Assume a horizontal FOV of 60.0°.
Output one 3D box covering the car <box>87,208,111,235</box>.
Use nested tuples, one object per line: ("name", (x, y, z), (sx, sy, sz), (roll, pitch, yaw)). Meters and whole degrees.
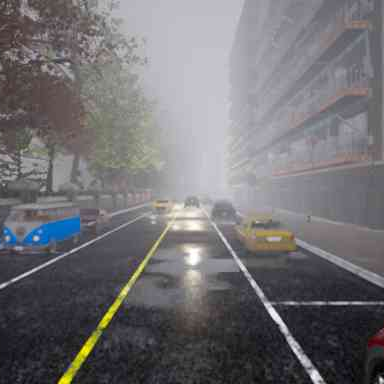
("car", (-5.696, 1.555, 18.644), (1.802, 1.307, 4.206), (0, 0, 0))

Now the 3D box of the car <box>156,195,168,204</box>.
("car", (-5.711, 1.382, 63.687), (1.967, 1.590, 4.097), (0, 0, 0))

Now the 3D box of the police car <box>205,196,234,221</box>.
("police car", (2.358, 1.389, 26.778), (1.930, 1.638, 5.238), (0, 0, 0))

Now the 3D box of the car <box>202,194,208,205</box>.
("car", (2.672, 1.487, 58.060), (1.887, 1.381, 4.507), (0, 0, 0))

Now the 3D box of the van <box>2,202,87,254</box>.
("van", (-5.694, 1.321, 13.013), (1.690, 1.788, 3.998), (0, 0, 0))

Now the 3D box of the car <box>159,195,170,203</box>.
("car", (-5.713, 1.381, 69.316), (1.967, 1.590, 4.097), (0, 0, 0))

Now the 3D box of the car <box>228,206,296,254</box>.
("car", (2.686, 1.505, 13.187), (1.752, 1.417, 4.829), (0, 0, 0))

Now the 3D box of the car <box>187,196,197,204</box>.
("car", (-0.018, 1.446, 61.447), (1.837, 1.490, 4.892), (0, 0, 0))

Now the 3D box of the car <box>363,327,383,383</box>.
("car", (2.689, 1.437, 1.756), (1.967, 1.590, 4.097), (0, 0, 0))

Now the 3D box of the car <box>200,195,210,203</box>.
("car", (2.668, 1.381, 69.319), (1.967, 1.590, 4.097), (0, 0, 0))

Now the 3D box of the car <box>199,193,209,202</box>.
("car", (2.665, 1.256, 74.950), (2.192, 1.841, 5.009), (0, 0, 0))

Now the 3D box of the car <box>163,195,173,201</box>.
("car", (-5.716, 1.491, 80.577), (2.008, 1.369, 4.403), (0, 0, 0))

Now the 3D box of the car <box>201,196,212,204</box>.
("car", (2.669, 1.486, 63.690), (1.887, 1.381, 4.507), (0, 0, 0))

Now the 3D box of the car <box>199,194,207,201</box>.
("car", (2.664, 1.380, 80.581), (1.967, 1.590, 4.097), (0, 0, 0))

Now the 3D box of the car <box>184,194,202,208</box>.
("car", (0.005, 1.299, 46.964), (2.097, 1.767, 4.553), (0, 0, 0))

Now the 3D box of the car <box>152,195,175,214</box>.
("car", (-3.107, 1.433, 35.426), (1.882, 1.535, 5.008), (0, 0, 0))
